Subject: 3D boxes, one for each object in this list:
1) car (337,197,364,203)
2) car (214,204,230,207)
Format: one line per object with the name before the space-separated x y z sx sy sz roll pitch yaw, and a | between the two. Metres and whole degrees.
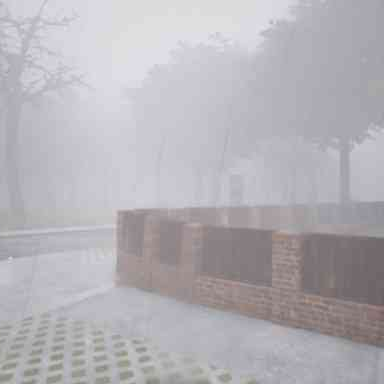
car | 19.488 1.615 41.178 5.566 2.045 2.150 1 -2 -44
car | 2.295 1.655 24.664 4.892 1.490 1.837 1 -1 -44
